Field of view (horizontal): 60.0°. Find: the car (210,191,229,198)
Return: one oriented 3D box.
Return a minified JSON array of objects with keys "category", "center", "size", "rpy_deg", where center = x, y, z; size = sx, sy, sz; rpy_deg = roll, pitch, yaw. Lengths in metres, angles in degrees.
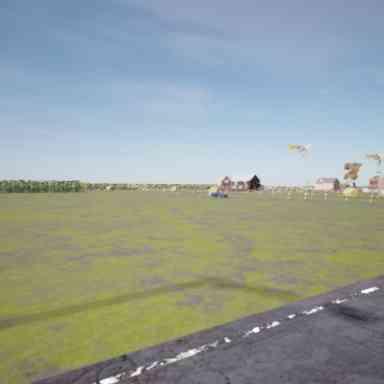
[{"category":"car","center":[5.453,0.583,67.135],"size":[1.994,1.385,4.181],"rpy_deg":[0,1,-36]}]
